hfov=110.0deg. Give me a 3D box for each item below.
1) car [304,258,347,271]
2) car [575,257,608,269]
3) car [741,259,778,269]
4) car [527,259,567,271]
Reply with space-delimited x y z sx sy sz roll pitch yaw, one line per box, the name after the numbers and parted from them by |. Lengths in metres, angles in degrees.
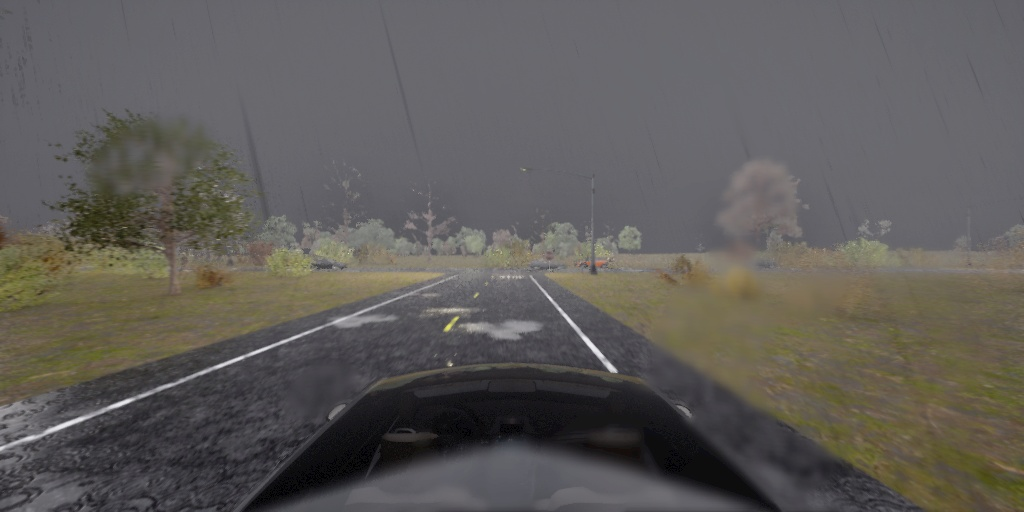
-22.794 1.018 43.980 4.892 1.490 1.837 0 0 -2 | car
11.535 0.933 51.929 4.553 1.767 2.097 0 0 -2 | car
36.263 1.215 52.665 4.892 1.490 1.837 -2 0 -2 | car
4.349 1.105 44.713 4.902 1.511 2.128 0 0 -2 | car
